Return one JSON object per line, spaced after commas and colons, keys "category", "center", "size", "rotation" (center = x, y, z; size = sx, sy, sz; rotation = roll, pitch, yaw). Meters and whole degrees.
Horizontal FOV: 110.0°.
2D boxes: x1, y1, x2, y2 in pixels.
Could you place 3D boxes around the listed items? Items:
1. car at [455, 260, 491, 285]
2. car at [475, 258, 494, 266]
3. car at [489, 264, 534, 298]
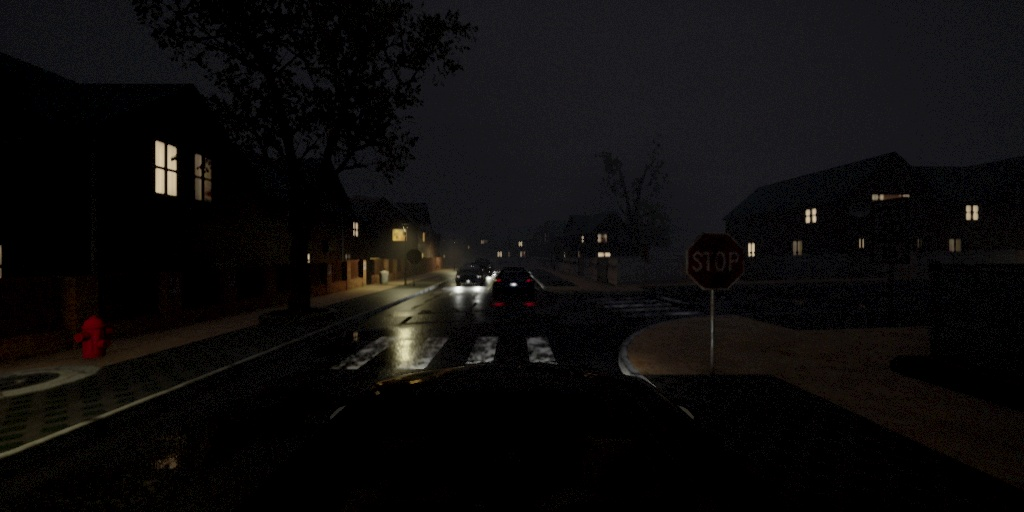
{"category": "car", "center": [-2.863, 1.231, 25.724], "size": [2.033, 1.411, 5.357], "rotation": [0, 0, -1]}
{"category": "car", "center": [-2.963, 1.008, 35.353], "size": [2.097, 1.767, 4.553], "rotation": [0, 0, -1]}
{"category": "car", "center": [0.076, 1.264, 18.299], "size": [1.994, 1.385, 4.181], "rotation": [0, 0, 0]}
